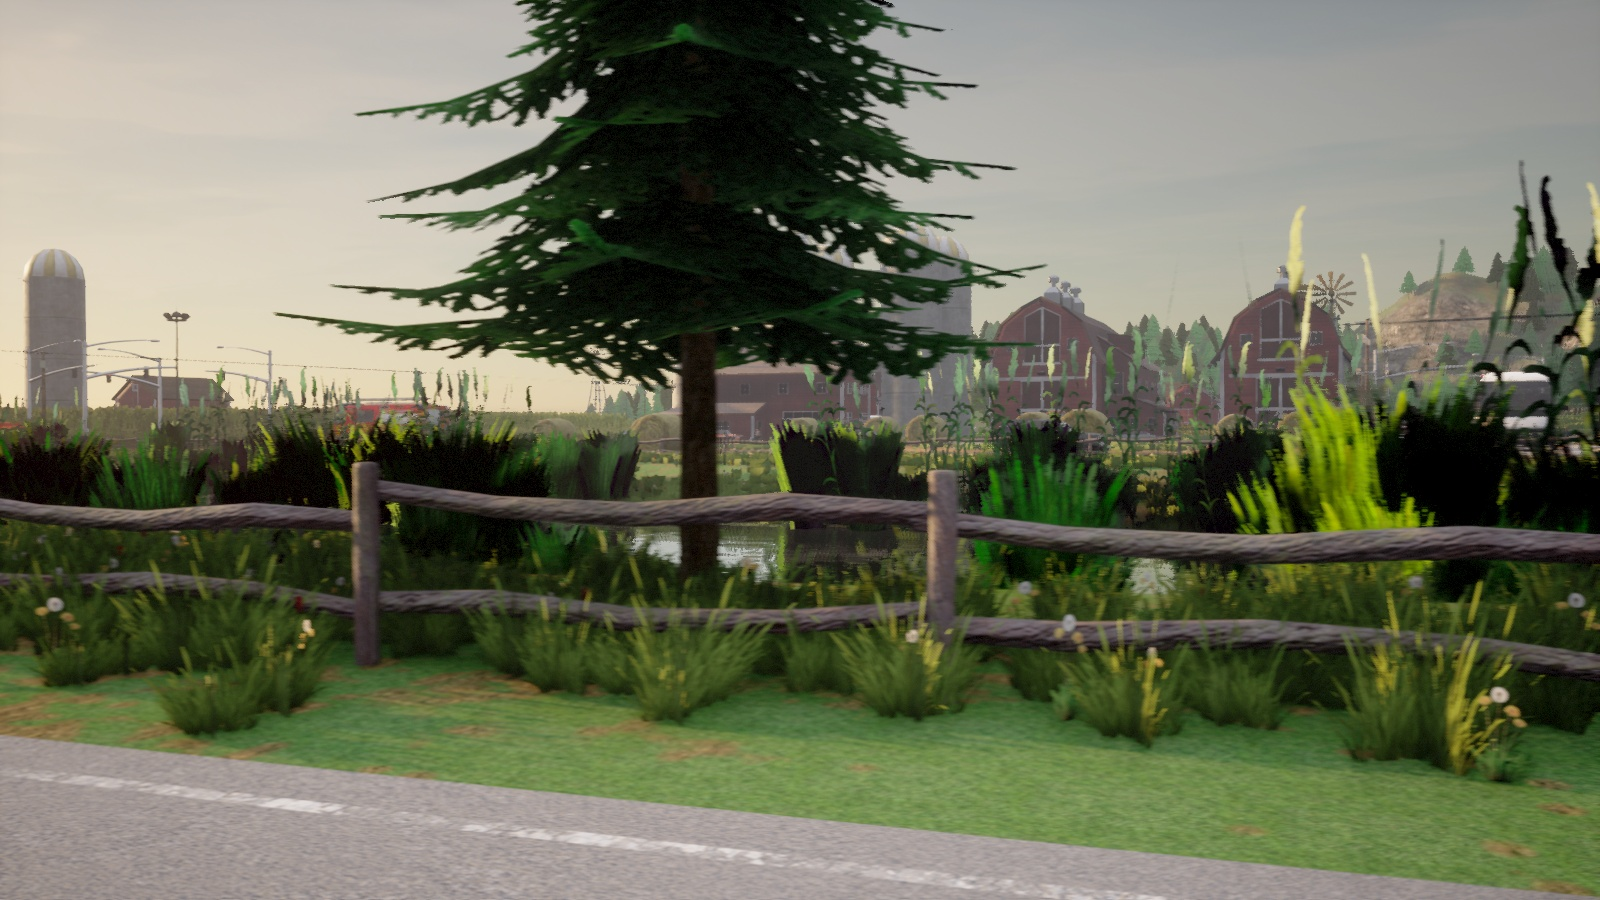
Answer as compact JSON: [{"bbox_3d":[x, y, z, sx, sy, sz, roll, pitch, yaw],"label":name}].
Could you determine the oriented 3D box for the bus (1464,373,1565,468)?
[{"bbox_3d":[35.218,-1.399,61.672,3.944,4.253,10.273,1,1,31],"label":"bus"}]

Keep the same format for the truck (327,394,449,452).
[{"bbox_3d":[-28.509,-1.859,86.791,8.468,3.827,2.891,1,1,27],"label":"truck"}]

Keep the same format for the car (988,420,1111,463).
[{"bbox_3d":[12.303,-0.427,62.016,5.566,2.045,2.150,1,1,27],"label":"car"}]
